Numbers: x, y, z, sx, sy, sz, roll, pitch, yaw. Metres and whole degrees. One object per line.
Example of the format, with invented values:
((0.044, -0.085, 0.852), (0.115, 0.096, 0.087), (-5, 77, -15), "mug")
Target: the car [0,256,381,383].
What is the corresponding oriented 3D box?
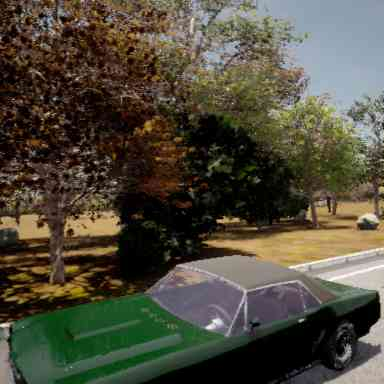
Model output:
((0.286, 1.604, 4.142), (4.718, 1.301, 1.895), (0, 0, -35), "car")
